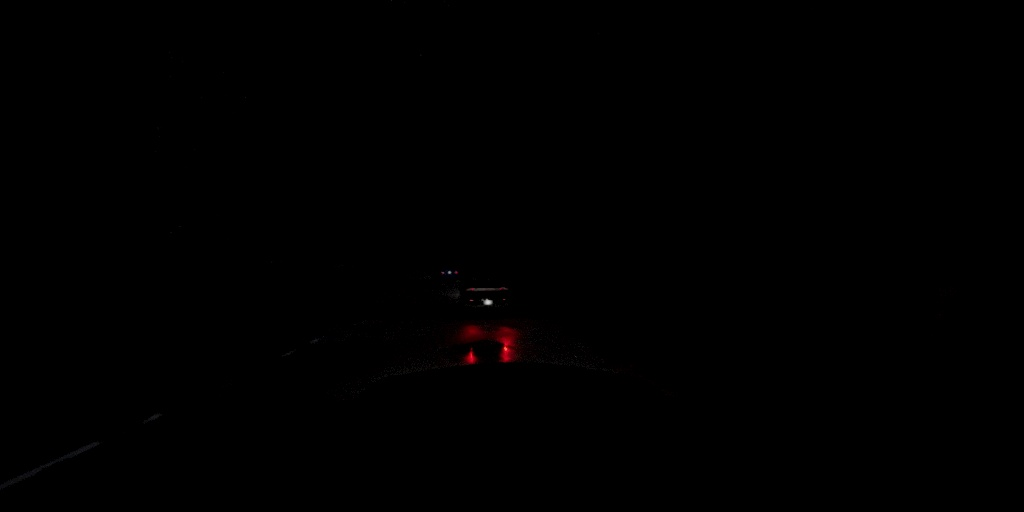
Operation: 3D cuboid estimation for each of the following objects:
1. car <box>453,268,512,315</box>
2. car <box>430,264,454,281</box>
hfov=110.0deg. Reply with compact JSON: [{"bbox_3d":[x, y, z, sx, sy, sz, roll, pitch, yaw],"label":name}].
[{"bbox_3d":[-1.180,1.361,14.410,2.128,1.511,4.902,-1,0,-9],"label":"car"},{"bbox_3d":[-6.315,1.464,33.130,2.033,1.411,5.357,-1,1,-22],"label":"car"}]
